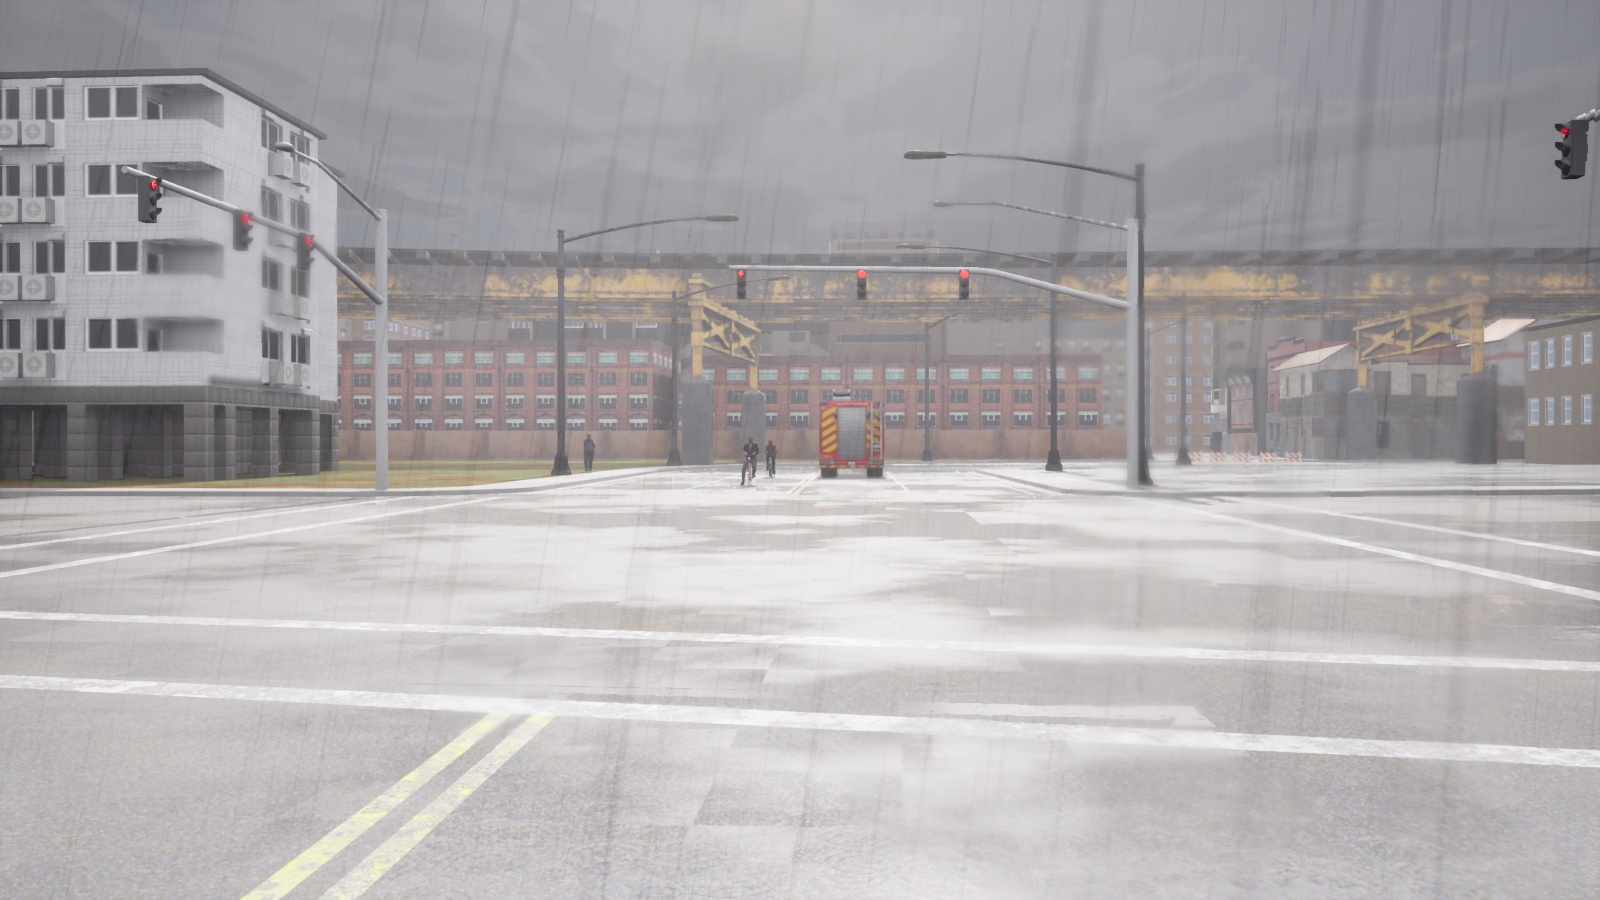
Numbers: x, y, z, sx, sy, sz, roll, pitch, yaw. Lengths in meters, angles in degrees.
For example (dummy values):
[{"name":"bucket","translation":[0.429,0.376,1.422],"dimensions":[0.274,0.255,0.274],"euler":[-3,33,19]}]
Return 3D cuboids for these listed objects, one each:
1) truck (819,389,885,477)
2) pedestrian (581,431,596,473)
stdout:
[{"name":"truck","translation":[2.436,-0.749,58.966],"dimensions":[2.891,3.827,8.468],"euler":[0,0,2]},{"name":"pedestrian","translation":[-9.538,0.083,56.667],"dimensions":[0.540,1.848,0.694],"euler":[0,0,3]}]
